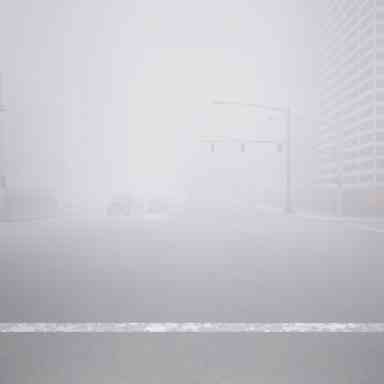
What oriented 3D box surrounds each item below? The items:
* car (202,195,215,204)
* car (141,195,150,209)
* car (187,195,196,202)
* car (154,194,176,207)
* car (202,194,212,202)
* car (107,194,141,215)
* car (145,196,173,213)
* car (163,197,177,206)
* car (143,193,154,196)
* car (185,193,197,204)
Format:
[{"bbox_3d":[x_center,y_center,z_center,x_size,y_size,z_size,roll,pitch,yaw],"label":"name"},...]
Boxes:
[{"bbox_3d":[3.457,1.526,64.730,1.812,1.442,4.674,0,0,0],"label":"car"},{"bbox_3d":[-7.197,1.547,44.842,2.033,1.411,5.357,0,0,0],"label":"car"},{"bbox_3d":[-0.160,1.382,74.481,1.994,1.385,4.181,0,0,0],"label":"car"},{"bbox_3d":[-3.696,1.352,46.730,2.097,1.767,4.553,0,0,0],"label":"car"},{"bbox_3d":[3.343,1.355,74.633,2.097,1.767,4.553,0,0,0],"label":"car"},{"bbox_3d":[-7.157,1.221,34.590,2.150,2.045,5.566,0,0,2],"label":"car"},{"bbox_3d":[-3.681,1.492,37.513,2.128,1.511,4.902,0,0,0],"label":"car"},{"bbox_3d":[-3.709,1.564,56.543,1.994,1.385,4.181,0,0,0],"label":"car"},{"bbox_3d":[-7.207,1.221,55.366,2.150,2.045,5.566,0,0,0],"label":"car"},{"bbox_3d":[-0.137,1.221,63.810,2.150,2.045,5.566,0,0,0],"label":"car"}]
